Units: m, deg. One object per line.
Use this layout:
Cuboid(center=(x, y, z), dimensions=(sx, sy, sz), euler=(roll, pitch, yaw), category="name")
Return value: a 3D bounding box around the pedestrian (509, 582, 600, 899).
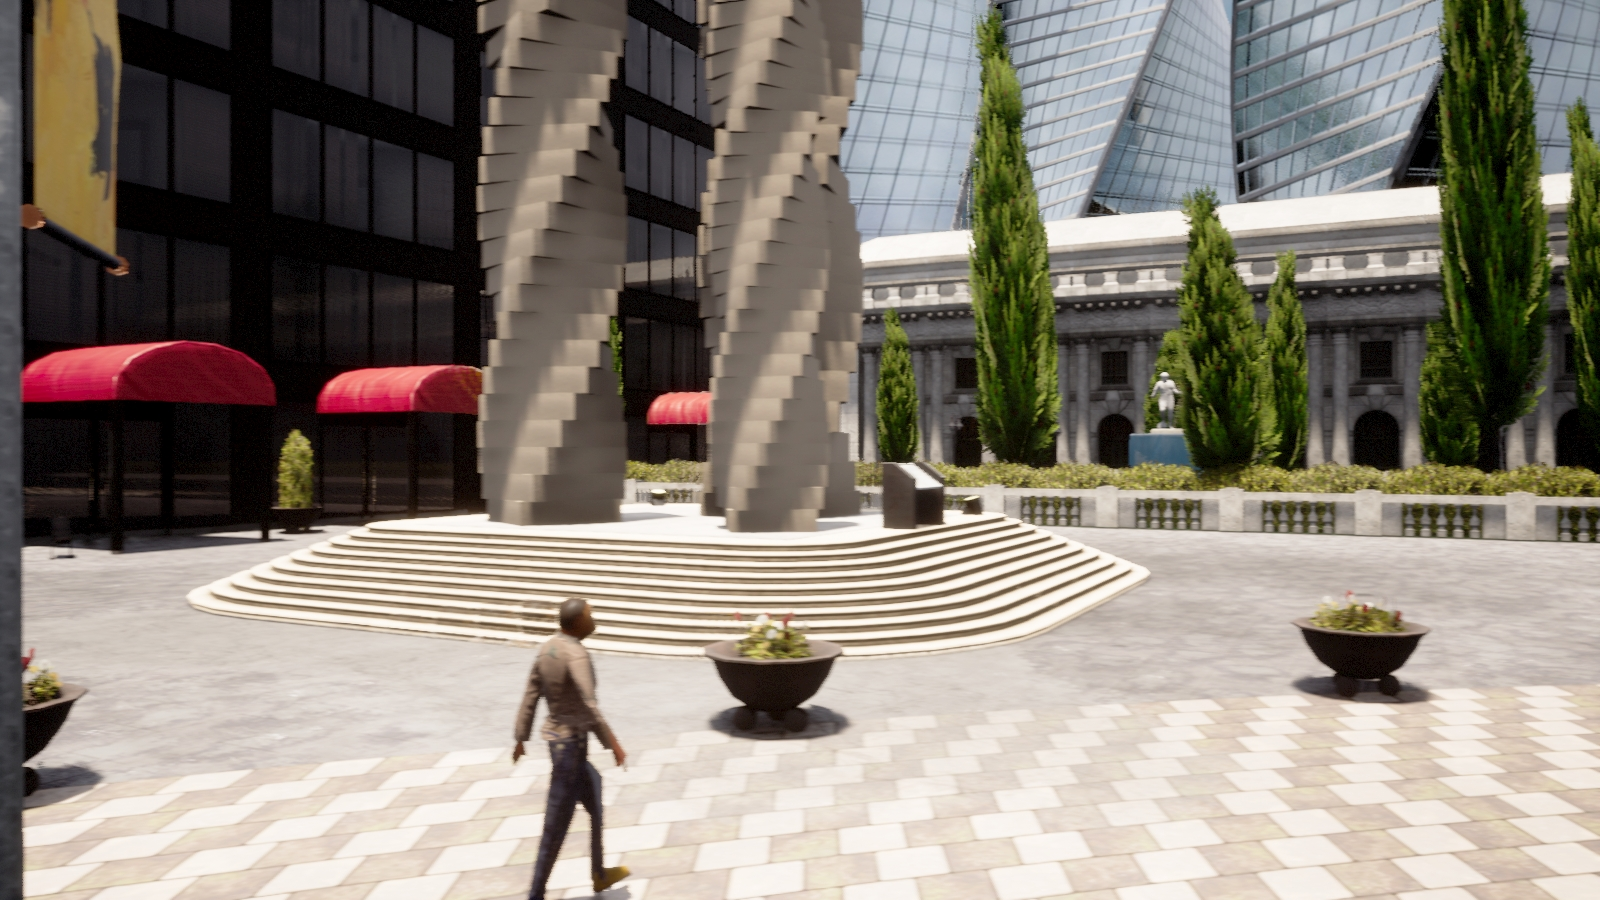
Cuboid(center=(-1.373, 1.694, 6.375), dimensions=(0.375, 1.860, 0.375), euler=(0, 0, -37), category="pedestrian")
